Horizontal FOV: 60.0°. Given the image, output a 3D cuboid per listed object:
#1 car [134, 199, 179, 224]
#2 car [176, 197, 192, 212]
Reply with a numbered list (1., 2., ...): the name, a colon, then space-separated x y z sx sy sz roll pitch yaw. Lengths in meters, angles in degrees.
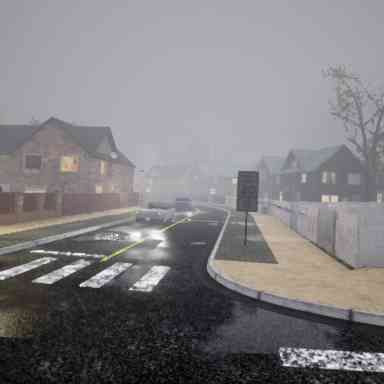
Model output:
1. car: -2.468 1.402 23.064 1.895 1.301 4.718 3 0 8
2. car: -1.017 1.272 36.650 1.882 1.535 5.008 3 0 1
